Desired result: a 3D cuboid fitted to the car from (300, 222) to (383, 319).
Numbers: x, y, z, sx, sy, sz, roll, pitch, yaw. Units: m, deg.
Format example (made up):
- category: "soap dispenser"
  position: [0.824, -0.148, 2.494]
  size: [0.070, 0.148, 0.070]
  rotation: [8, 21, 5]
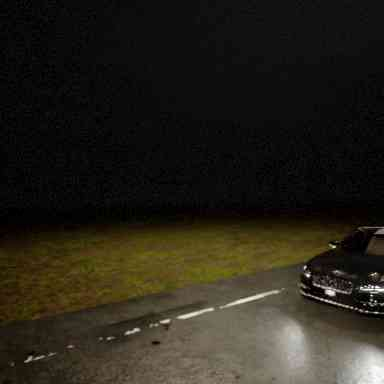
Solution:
- category: "car"
  position: [4.329, 1.444, 7.075]
  size: [4.892, 1.490, 1.837]
  rotation: [-1, 0, -35]
